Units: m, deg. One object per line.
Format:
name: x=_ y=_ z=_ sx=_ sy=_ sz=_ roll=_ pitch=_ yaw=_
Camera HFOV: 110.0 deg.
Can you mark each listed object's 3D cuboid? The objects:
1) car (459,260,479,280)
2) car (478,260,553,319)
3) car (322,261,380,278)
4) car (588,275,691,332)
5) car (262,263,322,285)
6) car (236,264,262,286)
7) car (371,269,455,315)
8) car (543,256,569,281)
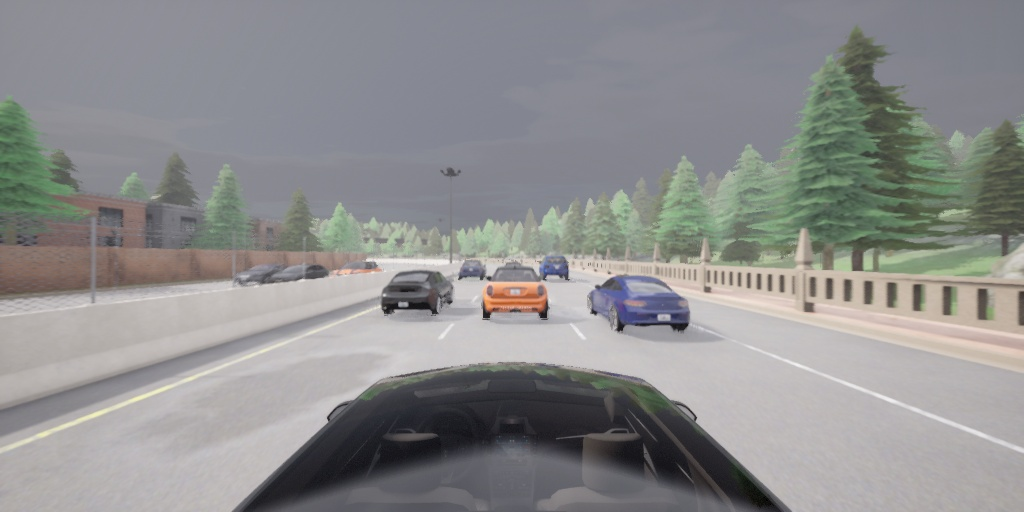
car: x=-3.401 y=1.151 z=31.763 sx=2.097 sy=1.767 sz=4.553 roll=0 pitch=0 yaw=0
car: x=0.100 y=1.119 z=13.030 sx=2.097 sy=1.767 sz=4.553 roll=0 pitch=0 yaw=0
car: x=-10.598 y=1.139 z=24.592 sx=2.097 sy=1.767 sz=4.553 roll=0 pitch=0 yaw=0
car: x=3.587 y=1.291 z=10.770 sx=1.812 sy=1.442 sz=4.674 roll=0 pitch=0 yaw=0
car: x=-14.099 y=1.291 z=24.176 sx=1.837 sy=1.490 sz=4.892 roll=0 pitch=0 yaw=0
car: x=-17.597 y=1.280 z=26.026 sx=2.128 sy=1.511 sz=4.902 roll=0 pitch=0 yaw=0
car: x=-3.400 y=1.274 z=13.618 sx=1.837 sy=1.490 sz=4.892 roll=0 pitch=0 yaw=0
car: x=3.601 y=1.020 z=31.254 sx=2.150 sy=2.045 sz=5.566 roll=0 pitch=0 yaw=0
